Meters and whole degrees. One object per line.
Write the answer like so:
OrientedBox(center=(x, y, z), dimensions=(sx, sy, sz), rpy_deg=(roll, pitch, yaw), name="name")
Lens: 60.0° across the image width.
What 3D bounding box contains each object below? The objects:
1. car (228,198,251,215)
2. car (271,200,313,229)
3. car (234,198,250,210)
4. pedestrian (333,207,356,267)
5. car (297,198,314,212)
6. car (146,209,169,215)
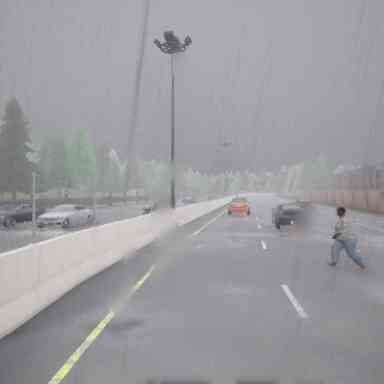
OrientedBox(center=(4.914, 1.352, 34.211), dimensions=(2.097, 1.767, 4.553), rpy_deg=(0, 0, 10), name="car")
OrientedBox(center=(6.280, 1.506, 21.634), dimensions=(1.837, 1.490, 4.892), rpy_deg=(0, 0, 10), name="car")
OrientedBox(center=(6.633, 1.564, 44.085), dimensions=(1.994, 1.385, 4.181), rpy_deg=(0, 0, 10), name="car")
OrientedBox(center=(4.335, 1.294, 9.475), dimensions=(0.375, 1.860, 0.375), rpy_deg=(0, 0, 7), name="pedestrian")
OrientedBox(center=(12.749, 1.504, 38.261), dimensions=(1.837, 1.490, 4.892), rpy_deg=(0, 0, 10), name="car")
OrientedBox(center=(-3.061, 1.601, 30.407), dimensions=(1.895, 1.301, 4.718), rpy_deg=(0, 0, 10), name="car")
